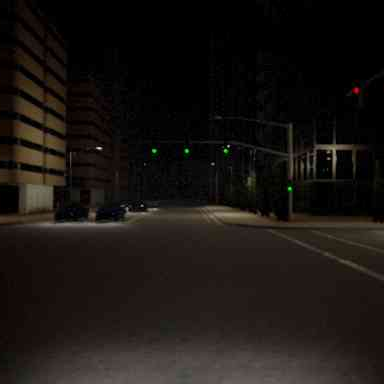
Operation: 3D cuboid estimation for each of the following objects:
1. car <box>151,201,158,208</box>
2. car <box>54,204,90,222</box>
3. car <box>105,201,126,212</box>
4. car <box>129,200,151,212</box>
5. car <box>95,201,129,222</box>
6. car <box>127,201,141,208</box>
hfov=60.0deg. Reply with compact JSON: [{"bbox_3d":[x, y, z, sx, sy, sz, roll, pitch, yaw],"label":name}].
[{"bbox_3d":[-7.503,2.306,61.937,1.895,1.301,4.718,0,-1,0],"label":"car"},{"bbox_3d":[-10.834,1.810,30.217,1.882,1.535,5.008,0,-1,0],"label":"car"},{"bbox_3d":[-10.958,2.044,47.897,1.837,1.490,4.892,0,-1,0],"label":"car"},{"bbox_3d":[-7.447,1.876,46.302,2.097,1.767,4.553,0,-1,0],"label":"car"},{"bbox_3d":[-7.334,1.816,30.218,1.882,1.535,5.008,0,-1,0],"label":"car"},{"bbox_3d":[-11.000,2.321,63.729,1.895,1.301,4.718,0,-1,0],"label":"car"}]
